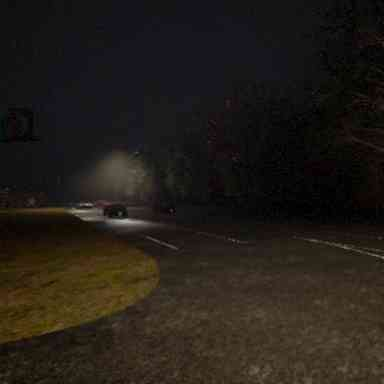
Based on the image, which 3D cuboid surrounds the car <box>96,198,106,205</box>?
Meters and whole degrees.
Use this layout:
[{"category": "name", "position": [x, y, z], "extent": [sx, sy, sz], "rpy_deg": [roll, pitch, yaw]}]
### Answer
[{"category": "car", "position": [-22.778, 2.388, 83.962], "extent": [2.097, 1.767, 4.553], "rpy_deg": [0, -1, -24]}]

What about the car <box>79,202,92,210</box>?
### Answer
[{"category": "car", "position": [-18.146, 2.328, 56.544], "extent": [1.895, 1.301, 4.718], "rpy_deg": [0, -1, -23]}]

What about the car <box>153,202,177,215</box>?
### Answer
[{"category": "car", "position": [-3.363, 1.991, 41.296], "extent": [1.812, 1.442, 4.674], "rpy_deg": [0, -1, -24]}]

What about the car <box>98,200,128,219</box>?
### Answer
[{"category": "car", "position": [-7.981, 1.921, 34.544], "extent": [2.128, 1.511, 4.902], "rpy_deg": [0, -1, -25]}]
